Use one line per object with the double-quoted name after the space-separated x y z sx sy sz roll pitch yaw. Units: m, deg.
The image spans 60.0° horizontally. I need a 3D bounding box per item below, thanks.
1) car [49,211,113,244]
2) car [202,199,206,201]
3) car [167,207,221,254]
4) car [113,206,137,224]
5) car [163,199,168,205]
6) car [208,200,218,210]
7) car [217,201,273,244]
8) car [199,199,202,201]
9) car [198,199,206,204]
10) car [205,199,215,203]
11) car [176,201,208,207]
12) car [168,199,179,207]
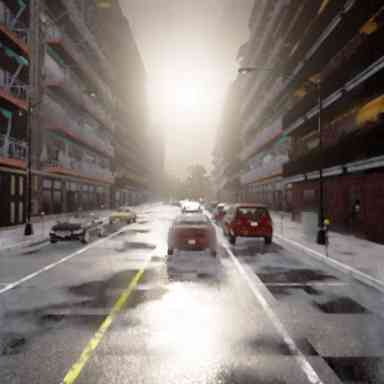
-5.688 1.736 16.848 2.008 1.369 4.403 1 -1 0 "car"
3.089 1.924 51.620 2.097 1.767 4.553 0 -1 0 "car"
0.018 1.635 14.258 1.882 1.535 5.008 0 0 0 "car"
-5.693 1.832 27.815 1.752 1.417 4.829 1 -1 0 "car"
-5.734 2.308 78.093 1.967 1.590 4.097 1 -1 0 "car"
2.688 1.748 27.956 1.967 1.590 4.097 1 -1 0 "car"
2.695 1.501 16.821 2.192 1.841 5.009 1 -1 0 "car"
2.675 2.332 72.666 1.752 1.417 4.829 1 -1 0 "car"
2.729 2.566 89.840 1.947 1.339 4.313 1 -1 0 "car"
3.125 1.997 44.648 1.837 1.490 4.892 0 -1 0 "car"
0.004 1.807 28.502 2.128 1.511 4.902 0 0 0 "car"
-3.056 2.278 64.634 1.994 1.385 4.181 0 -1 1 "car"
